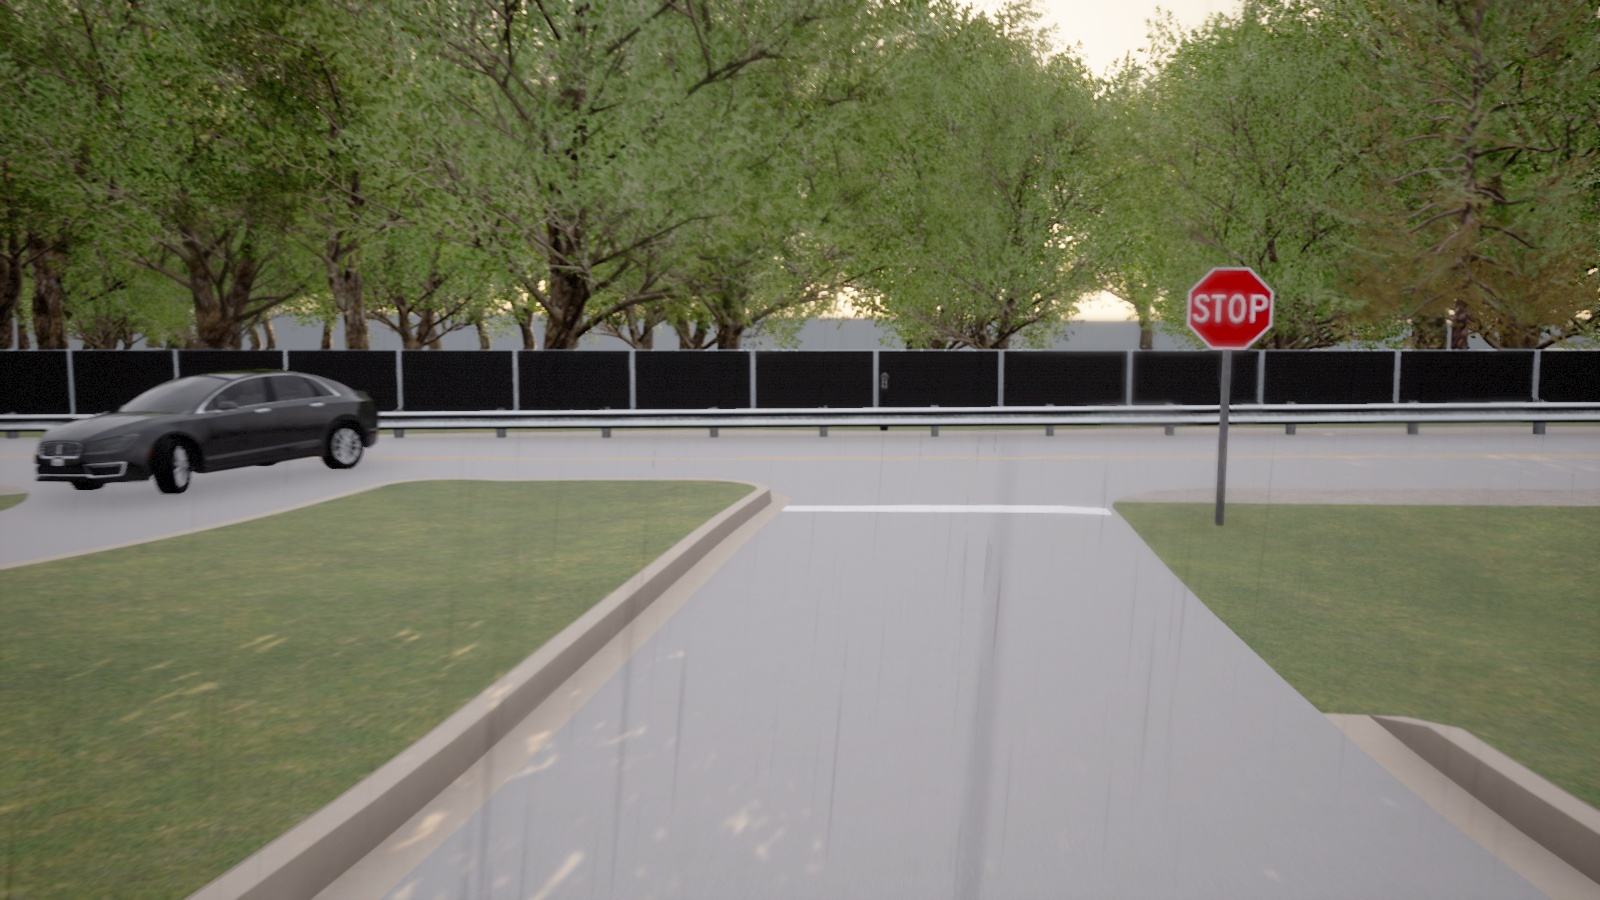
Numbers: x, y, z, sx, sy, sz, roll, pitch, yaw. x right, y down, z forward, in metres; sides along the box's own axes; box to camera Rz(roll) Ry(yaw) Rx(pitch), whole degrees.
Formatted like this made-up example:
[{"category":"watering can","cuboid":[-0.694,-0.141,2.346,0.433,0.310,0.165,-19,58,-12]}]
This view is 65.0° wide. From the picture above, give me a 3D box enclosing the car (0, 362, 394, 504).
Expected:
[{"category":"car","cuboid":[-8.087,-0.349,17.354,1.837,1.490,4.892,0,6,24]}]
